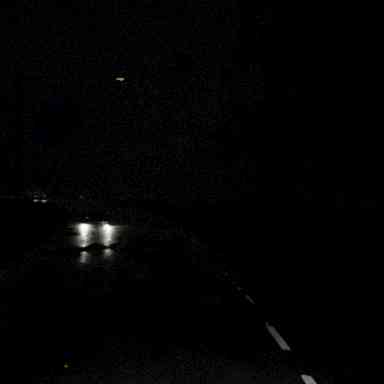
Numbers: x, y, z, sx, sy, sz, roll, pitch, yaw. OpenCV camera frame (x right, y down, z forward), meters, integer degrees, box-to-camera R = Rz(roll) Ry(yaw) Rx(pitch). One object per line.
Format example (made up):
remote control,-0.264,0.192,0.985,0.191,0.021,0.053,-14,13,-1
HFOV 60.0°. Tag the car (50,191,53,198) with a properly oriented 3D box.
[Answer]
car,-29.472,0.335,66.196,5.008,1.535,1.882,2,1,41

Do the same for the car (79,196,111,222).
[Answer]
car,-7.161,1.299,24.680,1.882,1.535,5.008,0,1,-18

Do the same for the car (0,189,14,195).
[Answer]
car,-43.374,-0.008,76.548,5.357,1.411,2.033,2,0,29

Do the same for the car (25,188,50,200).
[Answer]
car,-28.536,0.298,60.684,2.150,2.045,5.566,1,1,-44

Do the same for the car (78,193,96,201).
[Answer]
car,-16.635,0.891,53.015,1.837,1.490,4.892,0,1,-36
